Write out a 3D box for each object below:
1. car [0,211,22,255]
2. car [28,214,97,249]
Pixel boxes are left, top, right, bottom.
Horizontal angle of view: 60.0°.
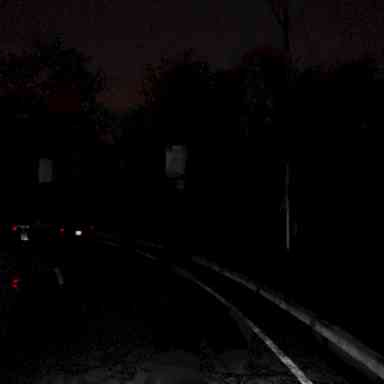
[{"bbox_3d":[-8.398,1.487,13.269,2.097,1.767,4.553,0,0,-40],"label":"car"},{"bbox_3d":[-6.099,1.707,15.485,1.994,1.385,4.181,0,-1,-41],"label":"car"}]
